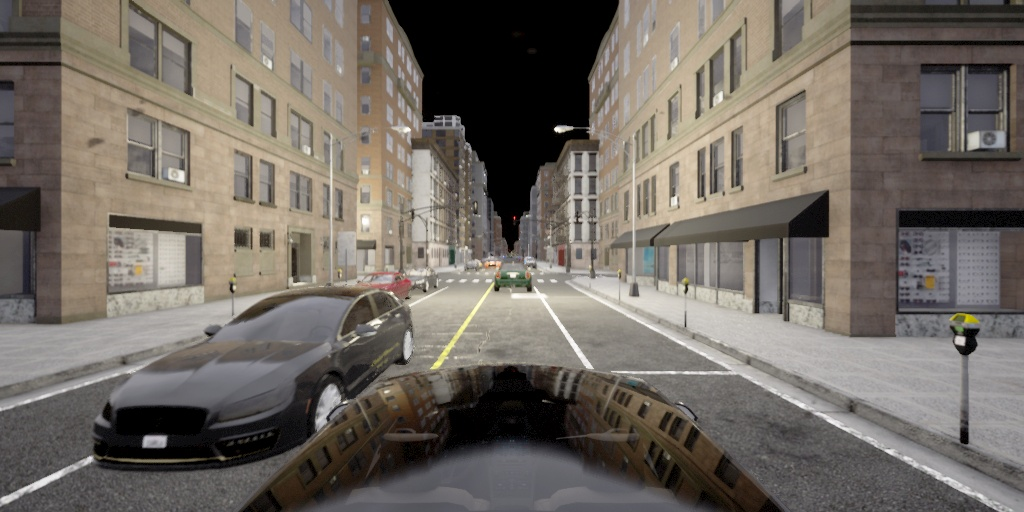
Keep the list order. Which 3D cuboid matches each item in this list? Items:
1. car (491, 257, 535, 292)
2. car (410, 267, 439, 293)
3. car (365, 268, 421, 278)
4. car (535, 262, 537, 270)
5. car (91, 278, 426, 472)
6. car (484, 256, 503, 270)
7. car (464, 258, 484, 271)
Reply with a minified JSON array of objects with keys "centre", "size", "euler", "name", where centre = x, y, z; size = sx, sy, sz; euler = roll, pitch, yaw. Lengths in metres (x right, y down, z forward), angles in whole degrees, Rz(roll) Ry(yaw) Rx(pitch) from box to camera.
[{"centre":[0.083,1.094,21.415],"size":[2.097,1.767,4.553],"euler":[0,0,1],"name":"car"},{"centre":[-5.349,1.289,20.585],"size":[2.007,1.370,4.403],"euler":[0,0,0],"name":"car"},{"centre":[-5.362,1.323,14.903],"size":[1.802,1.307,4.207],"euler":[0,0,0],"name":"car"},{"centre":[2.750,1.279,52.850],"size":[2.007,1.370,4.403],"euler":[0,0,0],"name":"car"},{"centre":[-2.848,1.252,5.301],"size":[1.837,1.490,4.892],"euler":[0,0,0],"name":"car"},{"centre":[-2.732,1.077,51.569],"size":[2.097,1.767,4.553],"euler":[0,0,0],"name":"car"},{"centre":[-5.292,1.275,47.461],"size":[2.007,1.370,4.403],"euler":[0,0,0],"name":"car"}]
